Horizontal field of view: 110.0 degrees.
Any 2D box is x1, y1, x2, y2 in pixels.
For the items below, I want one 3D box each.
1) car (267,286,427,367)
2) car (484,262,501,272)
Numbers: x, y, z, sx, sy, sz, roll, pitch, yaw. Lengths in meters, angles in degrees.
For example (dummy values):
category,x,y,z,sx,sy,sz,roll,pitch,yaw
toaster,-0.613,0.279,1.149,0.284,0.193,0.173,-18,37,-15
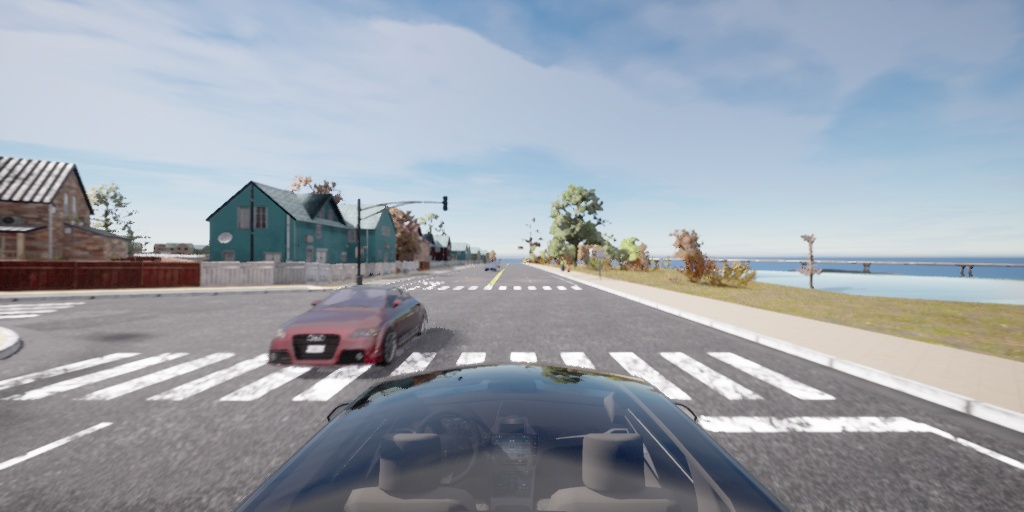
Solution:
category,x,y,z,sx,sy,sz,roll,pitch,yaw
car,-3.250,1.367,7.934,1.994,1.385,4.181,0,0,0
car,-3.261,1.746,55.245,2.033,1.411,5.357,0,0,0
